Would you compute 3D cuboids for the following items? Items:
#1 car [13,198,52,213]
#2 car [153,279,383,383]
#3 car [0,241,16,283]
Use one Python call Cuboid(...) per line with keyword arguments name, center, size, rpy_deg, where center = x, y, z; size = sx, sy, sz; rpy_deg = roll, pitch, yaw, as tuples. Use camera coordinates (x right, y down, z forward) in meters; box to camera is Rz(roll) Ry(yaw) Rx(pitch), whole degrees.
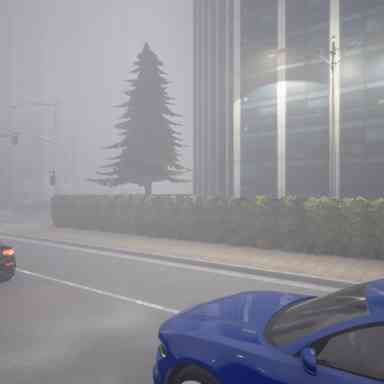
Cuboid(name="car", center=(-17.409, 1.504, 37.253), size=(1.837, 1.490, 4.892), rpy_deg=(0, 0, 36))
Cuboid(name="car", center=(1.900, 1.478, 2.639), size=(5.008, 1.535, 1.882), rpy_deg=(0, 0, 36))
Cuboid(name="car", center=(-6.228, 1.526, 8.390), size=(4.674, 1.442, 1.812), rpy_deg=(0, 0, 36))
